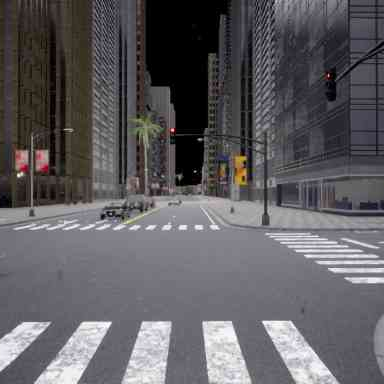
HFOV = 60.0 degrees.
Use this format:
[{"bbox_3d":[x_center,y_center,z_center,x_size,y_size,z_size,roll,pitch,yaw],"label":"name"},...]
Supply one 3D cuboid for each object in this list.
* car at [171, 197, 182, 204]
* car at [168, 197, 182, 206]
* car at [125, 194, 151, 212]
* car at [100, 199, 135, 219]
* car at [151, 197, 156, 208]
[{"bbox_3d":[-3.259,1.788,69.786,1.994,1.385,4.181,0,0,0],"label":"car"},{"bbox_3d":[-3.244,1.781,59.890,1.895,1.301,4.718,0,0,0],"label":"car"},{"bbox_3d":[-6.656,1.318,39.777,2.150,2.045,5.566,0,0,1],"label":"car"},{"bbox_3d":[-6.643,1.627,29.219,1.994,1.385,4.181,0,0,0],"label":"car"},{"bbox_3d":[-6.665,1.488,49.714,2.097,1.767,4.553,0,0,0],"label":"car"}]
